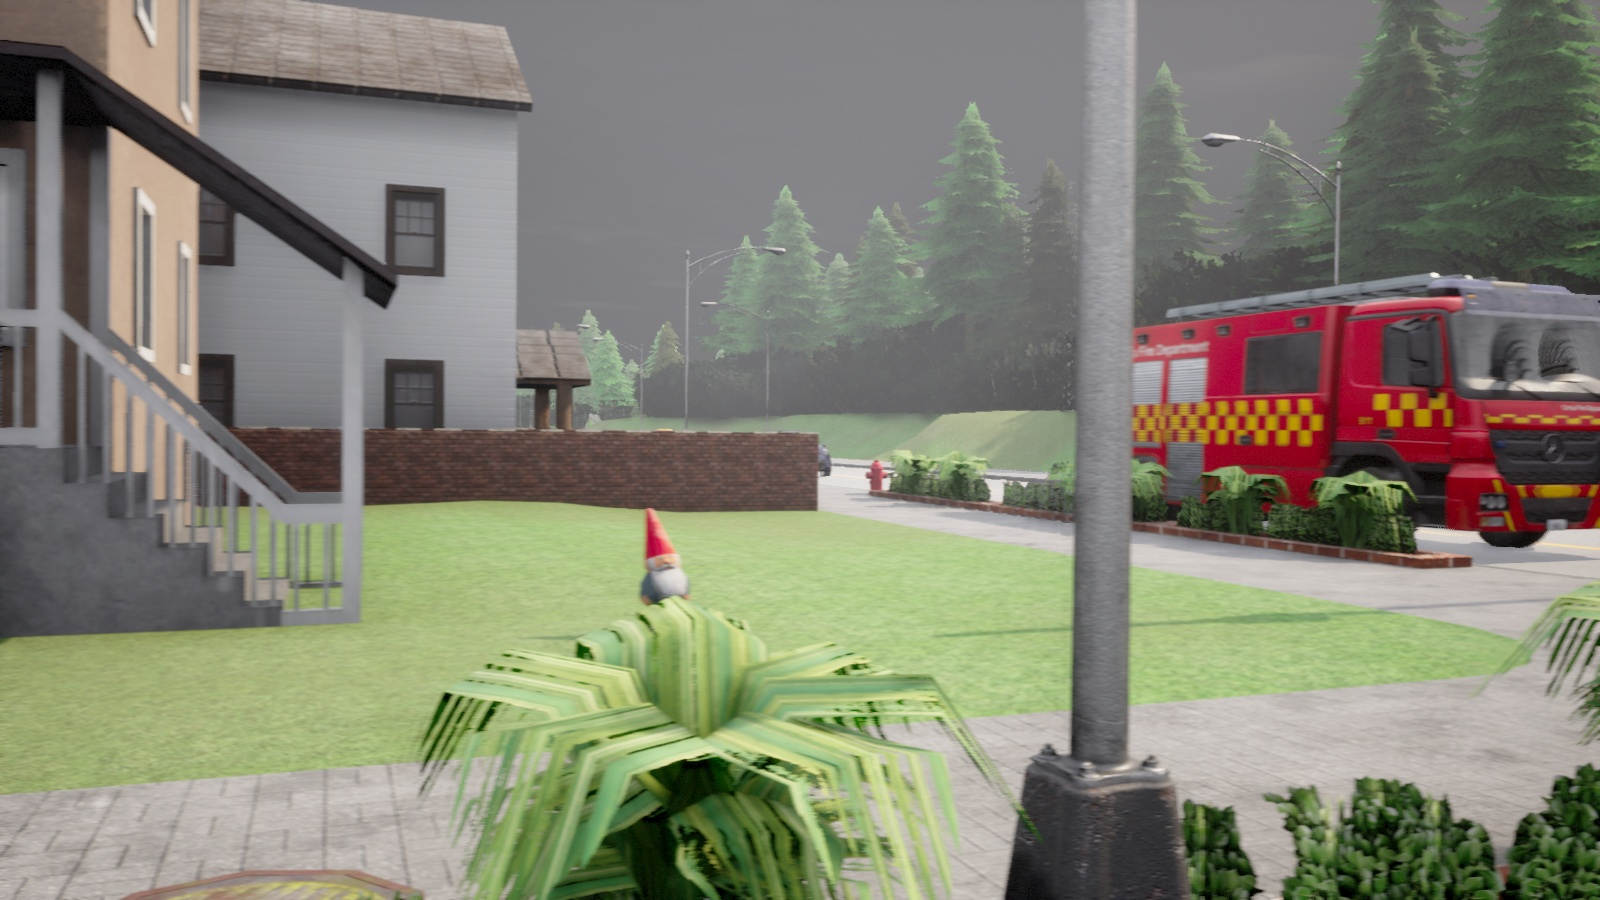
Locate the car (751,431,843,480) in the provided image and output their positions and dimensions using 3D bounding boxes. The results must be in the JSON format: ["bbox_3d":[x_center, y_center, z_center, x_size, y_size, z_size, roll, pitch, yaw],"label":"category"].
[{"bbox_3d":[-0.150,0.142,41.360,1.845,1.501,3.633,-1,1,-21],"label":"car"}]

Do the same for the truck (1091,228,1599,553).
[{"bbox_3d":[8.108,-0.767,19.247,2.891,3.827,8.468,-1,1,-21],"label":"truck"}]
